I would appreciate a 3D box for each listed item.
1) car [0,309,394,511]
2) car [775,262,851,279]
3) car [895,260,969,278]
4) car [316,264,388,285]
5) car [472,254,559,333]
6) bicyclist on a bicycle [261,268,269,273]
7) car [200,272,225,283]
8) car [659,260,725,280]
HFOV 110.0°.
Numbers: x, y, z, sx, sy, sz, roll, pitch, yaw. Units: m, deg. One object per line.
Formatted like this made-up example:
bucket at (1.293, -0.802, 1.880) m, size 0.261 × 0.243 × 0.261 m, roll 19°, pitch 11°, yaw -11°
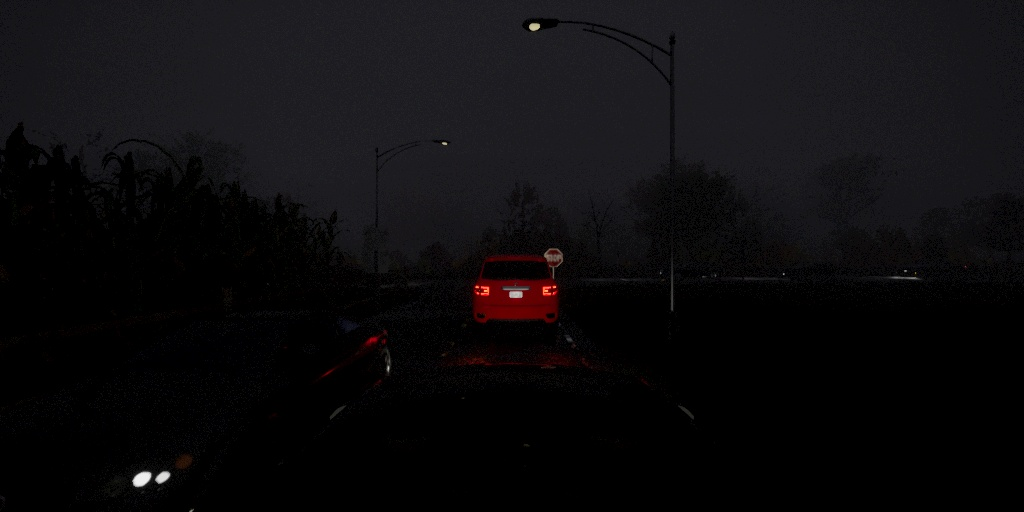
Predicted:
car at (-2.821, 1.314, 3.882) m, size 1.994 × 1.385 × 4.181 m, roll 0°, pitch 0°, yaw 0°
car at (24.138, 1.129, 28.912) m, size 4.718 × 1.301 × 1.895 m, roll 0°, pitch 0°, yaw 1°
car at (33.639, 1.007, 28.796) m, size 4.181 × 1.385 × 1.994 m, roll -1°, pitch 0°, yaw 1°
car at (-11.690, 1.311, 26.375) m, size 5.008 × 1.535 × 1.882 m, roll 0°, pitch 0°, yaw 1°
car at (0.095, 0.971, 10.833) m, size 2.150 × 2.045 × 5.566 m, roll 0°, pitch 0°, yaw 0°
bicyclist on a bicycle at (-22.471, 1.346, 32.472) m, size 0.582 × 1.620 × 1.656 m, roll 0°, pitch 0°, yaw 1°
car at (-23.625, 1.474, 26.514) m, size 5.357 × 1.411 × 2.033 m, roll 0°, pitch 0°, yaw 1°
car at (14.502, 1.100, 29.024) m, size 4.902 × 1.511 × 2.128 m, roll 0°, pitch 0°, yaw 1°
